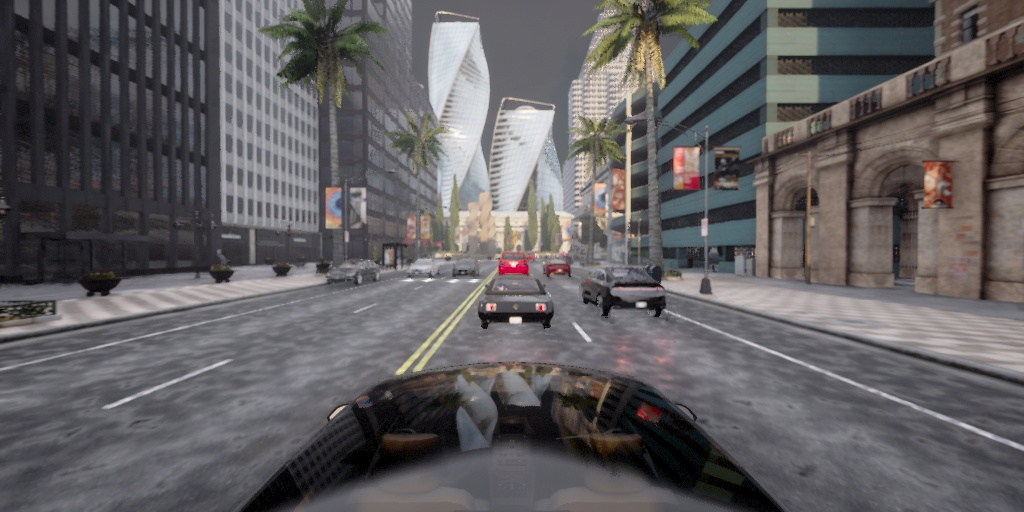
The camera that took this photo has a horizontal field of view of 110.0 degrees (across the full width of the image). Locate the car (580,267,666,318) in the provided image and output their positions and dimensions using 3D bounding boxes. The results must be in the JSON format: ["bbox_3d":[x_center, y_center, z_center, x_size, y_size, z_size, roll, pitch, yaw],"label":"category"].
[{"bbox_3d":[3.599,1.120,12.399,2.128,1.511,4.902,0,1,0],"label":"car"}]

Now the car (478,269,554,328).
[{"bbox_3d":[0.098,1.246,10.899,1.895,1.301,4.718,0,1,0],"label":"car"}]

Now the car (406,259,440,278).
[{"bbox_3d":[-7.088,0.961,29.031,1.812,1.442,4.674,0,1,0],"label":"car"}]

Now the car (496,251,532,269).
[{"bbox_3d":[0.104,0.683,26.906,2.150,2.045,5.566,0,1,0],"label":"car"}]

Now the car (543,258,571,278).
[{"bbox_3d":[3.605,0.911,29.440,1.882,1.535,5.008,0,1,0],"label":"car"}]

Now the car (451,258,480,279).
[{"bbox_3d":[-3.589,0.946,28.543,1.837,1.490,4.892,0,1,0],"label":"car"}]
